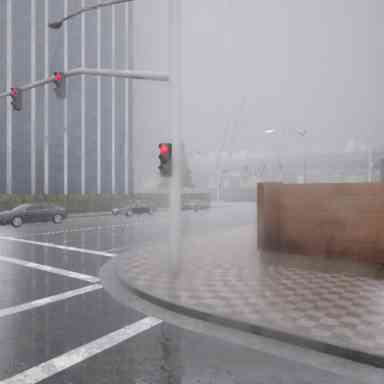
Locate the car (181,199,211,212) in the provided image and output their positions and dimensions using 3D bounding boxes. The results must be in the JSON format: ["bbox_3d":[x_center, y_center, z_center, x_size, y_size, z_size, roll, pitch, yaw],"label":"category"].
[{"bbox_3d":[0.465,1.564,39.084,1.994,1.385,4.181,0,0,35],"label":"car"}]

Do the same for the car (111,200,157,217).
[{"bbox_3d":[-5.313,1.492,30.980,2.128,1.511,4.902,0,0,35],"label":"car"}]

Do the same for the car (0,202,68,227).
[{"bbox_3d":[-11.024,1.505,22.952,1.837,1.490,4.892,0,0,35],"label":"car"}]
